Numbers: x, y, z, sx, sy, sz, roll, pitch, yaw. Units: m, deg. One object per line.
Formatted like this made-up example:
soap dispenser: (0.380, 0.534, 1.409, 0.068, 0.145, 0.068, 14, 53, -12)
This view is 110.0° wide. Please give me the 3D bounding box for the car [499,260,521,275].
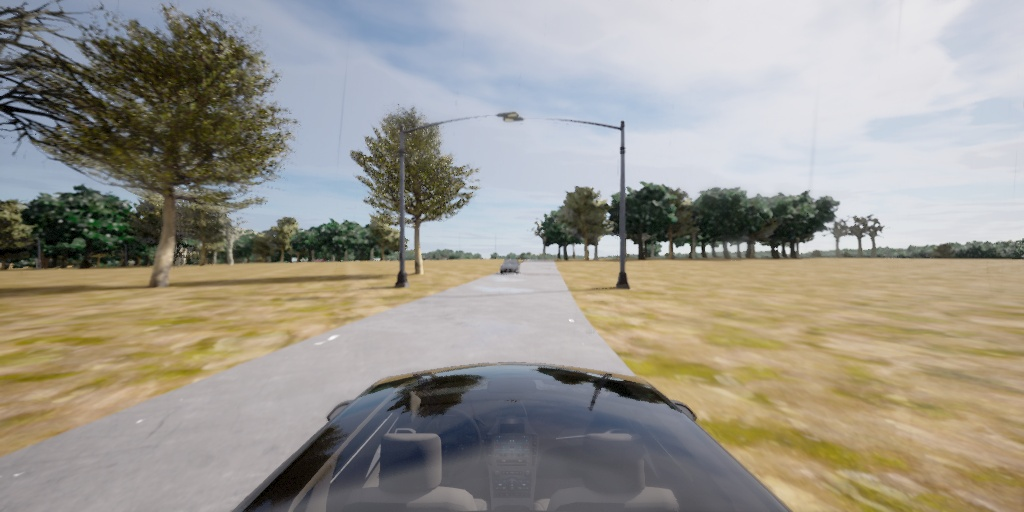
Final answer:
car: (-0.140, 1.141, 37.240, 1.837, 1.490, 4.892, 0, 1, 6)
